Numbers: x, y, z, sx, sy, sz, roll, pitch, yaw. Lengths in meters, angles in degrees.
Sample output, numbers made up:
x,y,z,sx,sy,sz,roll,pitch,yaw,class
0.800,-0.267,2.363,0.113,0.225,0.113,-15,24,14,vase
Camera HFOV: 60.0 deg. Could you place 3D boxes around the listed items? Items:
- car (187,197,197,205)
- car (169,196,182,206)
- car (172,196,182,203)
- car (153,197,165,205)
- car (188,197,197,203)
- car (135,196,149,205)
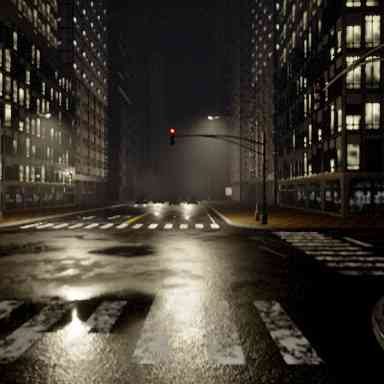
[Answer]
x,y,z,sx,sy,sz,roll,pitch,yaw,class
0.080,1.690,60.209,2.033,1.411,5.357,0,0,0,car
-3.171,1.689,59.796,2.033,1.411,5.357,0,0,0,car
-3.157,1.572,70.215,1.994,1.385,4.181,0,0,0,car
-6.415,1.725,64.385,1.994,1.385,4.181,0,0,0,car
0.094,1.633,70.657,1.895,1.301,4.718,0,0,0,car
-9.665,1.513,64.420,2.097,1.767,4.553,0,0,0,car
